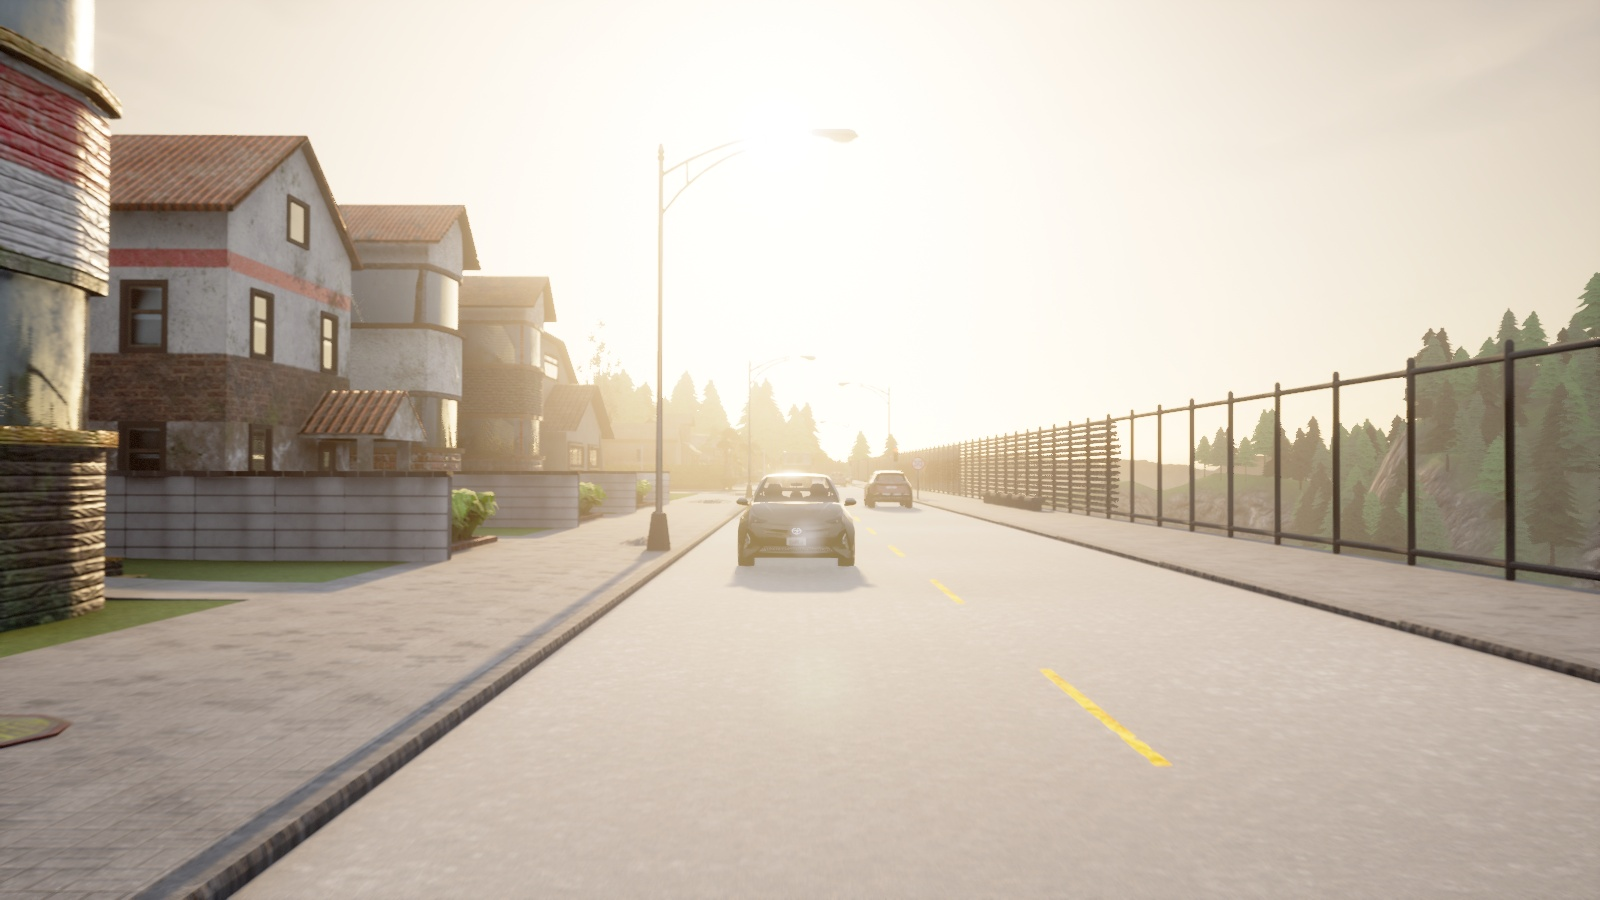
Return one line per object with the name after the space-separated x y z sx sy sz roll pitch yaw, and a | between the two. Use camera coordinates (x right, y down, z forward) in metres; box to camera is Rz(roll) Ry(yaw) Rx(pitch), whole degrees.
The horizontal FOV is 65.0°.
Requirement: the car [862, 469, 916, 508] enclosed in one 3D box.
3.865 1.658 55.456 2.033 1.649 4.856 0 -1 0 | car

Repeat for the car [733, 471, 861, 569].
-0.053 1.128 21.863 2.007 1.525 4.514 0 -1 0 | car
